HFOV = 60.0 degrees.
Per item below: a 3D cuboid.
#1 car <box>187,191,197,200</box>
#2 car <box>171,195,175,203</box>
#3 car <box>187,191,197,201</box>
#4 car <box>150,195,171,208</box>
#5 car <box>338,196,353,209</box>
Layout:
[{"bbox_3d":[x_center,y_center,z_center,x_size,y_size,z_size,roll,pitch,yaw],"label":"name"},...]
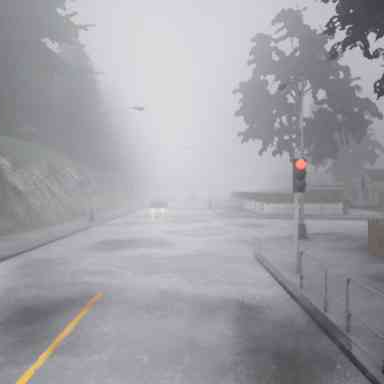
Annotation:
[{"bbox_3d":[0.025,0.761,77.997,2.150,2.045,5.566,0,0,0],"label":"car"},{"bbox_3d":[-4.039,1.224,58.184,1.994,1.385,4.181,0,0,0],"label":"car"},{"bbox_3d":[0.021,1.131,67.766,1.812,1.442,4.674,0,0,0],"label":"car"},{"bbox_3d":[-4.075,1.319,41.919,1.994,1.385,4.181,0,0,0],"label":"car"},{"bbox_3d":[15.797,1.088,36.235,1.994,1.381,4.181,0,0,0],"label":"car"}]
